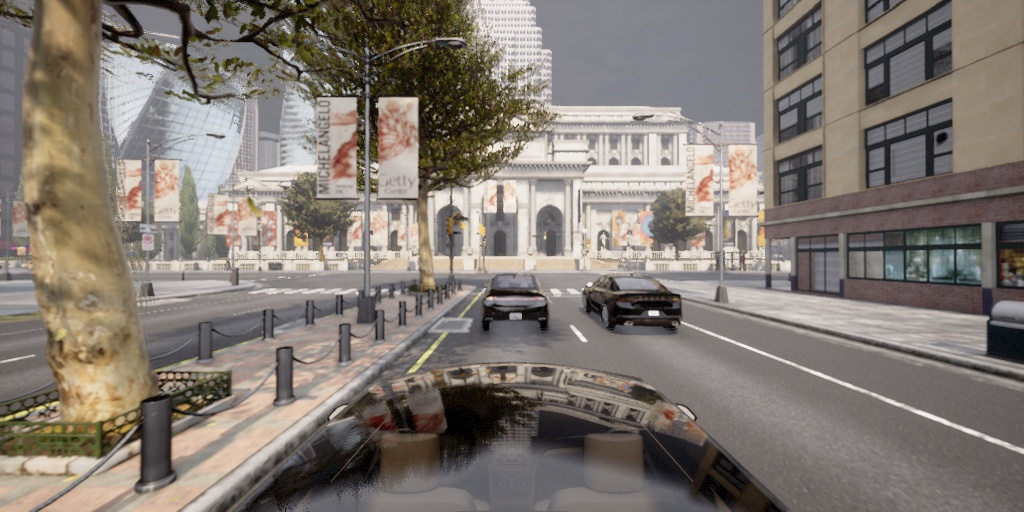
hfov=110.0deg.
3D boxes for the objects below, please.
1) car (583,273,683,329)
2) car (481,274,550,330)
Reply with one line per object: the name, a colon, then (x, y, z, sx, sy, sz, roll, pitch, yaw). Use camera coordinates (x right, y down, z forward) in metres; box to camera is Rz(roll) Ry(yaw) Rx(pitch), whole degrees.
car: (3.570, 1.286, 11.472, 1.882, 1.535, 5.008, 0, 0, 0)
car: (0.075, 1.300, 11.377, 2.128, 1.511, 4.902, 0, 0, 0)
